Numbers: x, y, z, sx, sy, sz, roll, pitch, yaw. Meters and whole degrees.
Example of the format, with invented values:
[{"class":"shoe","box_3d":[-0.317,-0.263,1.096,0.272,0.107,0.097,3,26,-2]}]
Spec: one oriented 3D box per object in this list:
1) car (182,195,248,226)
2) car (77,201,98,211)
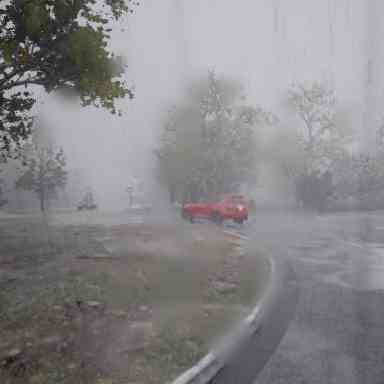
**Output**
[{"class":"car","box_3d":[1.518,1.204,23.803,2.150,2.045,5.566,1,0,-37]},{"class":"car","box_3d":[-13.985,1.902,44.823,1.895,1.301,4.718,0,-4,-6]}]
